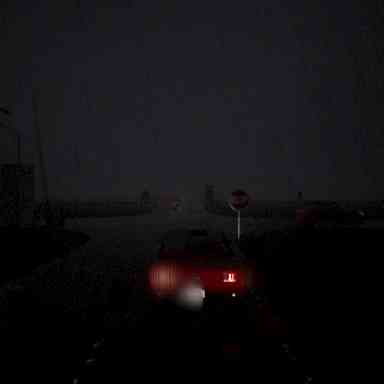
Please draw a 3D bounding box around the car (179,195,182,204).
[{"bbox_3d":[-2.873,1.404,49.340,1.882,1.535,5.008,0,0,0],"label":"car"}]

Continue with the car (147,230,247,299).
[{"bbox_3d":[0.093,1.598,8.372,1.895,1.301,4.718,0,0,0],"label":"car"}]

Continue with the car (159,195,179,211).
[{"bbox_3d":[-2.849,1.432,39.291,1.882,1.535,5.008,0,0,-1],"label":"car"}]

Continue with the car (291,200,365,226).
[{"bbox_3d":[9.329,1.372,22.879,4.553,1.767,2.097,0,0,0],"label":"car"}]

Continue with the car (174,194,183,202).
[{"bbox_3d":[-2.809,1.323,70.659,1.882,1.535,5.008,0,0,0],"label":"car"}]

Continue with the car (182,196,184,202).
[{"bbox_3d":[-2.854,1.398,59.515,1.837,1.490,4.892,0,0,0],"label":"car"}]
